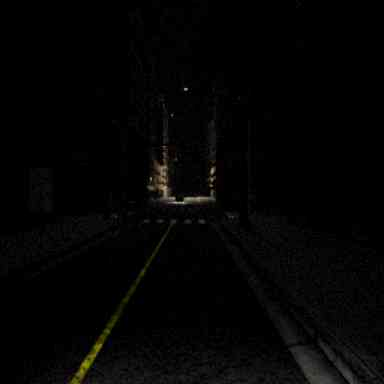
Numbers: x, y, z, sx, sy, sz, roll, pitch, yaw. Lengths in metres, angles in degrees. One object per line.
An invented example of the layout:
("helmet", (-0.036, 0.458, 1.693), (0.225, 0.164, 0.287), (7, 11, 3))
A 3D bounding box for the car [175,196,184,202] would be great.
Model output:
("car", (-2.713, 1.487, 72.767), (1.895, 1.301, 4.718), (0, 0, 0))

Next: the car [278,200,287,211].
("car", (12.369, 1.238, 37.763), (5.009, 1.841, 2.192), (0, 0, 0))

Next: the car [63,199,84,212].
("car", (-14.514, 1.518, 37.817), (4.313, 1.339, 1.947), (0, 0, 0))
